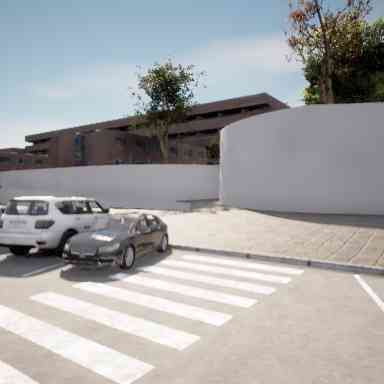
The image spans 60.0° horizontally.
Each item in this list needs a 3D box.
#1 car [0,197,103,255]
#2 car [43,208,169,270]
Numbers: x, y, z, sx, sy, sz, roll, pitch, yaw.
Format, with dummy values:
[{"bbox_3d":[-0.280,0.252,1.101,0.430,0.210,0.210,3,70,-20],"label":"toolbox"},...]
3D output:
[{"bbox_3d":[-4.670,1.213,12.850,2.435,2.045,5.566,0,-1,15],"label":"car"},{"bbox_3d":[-2.237,1.458,11.091,2.231,1.521,4.892,0,-1,15],"label":"car"}]
